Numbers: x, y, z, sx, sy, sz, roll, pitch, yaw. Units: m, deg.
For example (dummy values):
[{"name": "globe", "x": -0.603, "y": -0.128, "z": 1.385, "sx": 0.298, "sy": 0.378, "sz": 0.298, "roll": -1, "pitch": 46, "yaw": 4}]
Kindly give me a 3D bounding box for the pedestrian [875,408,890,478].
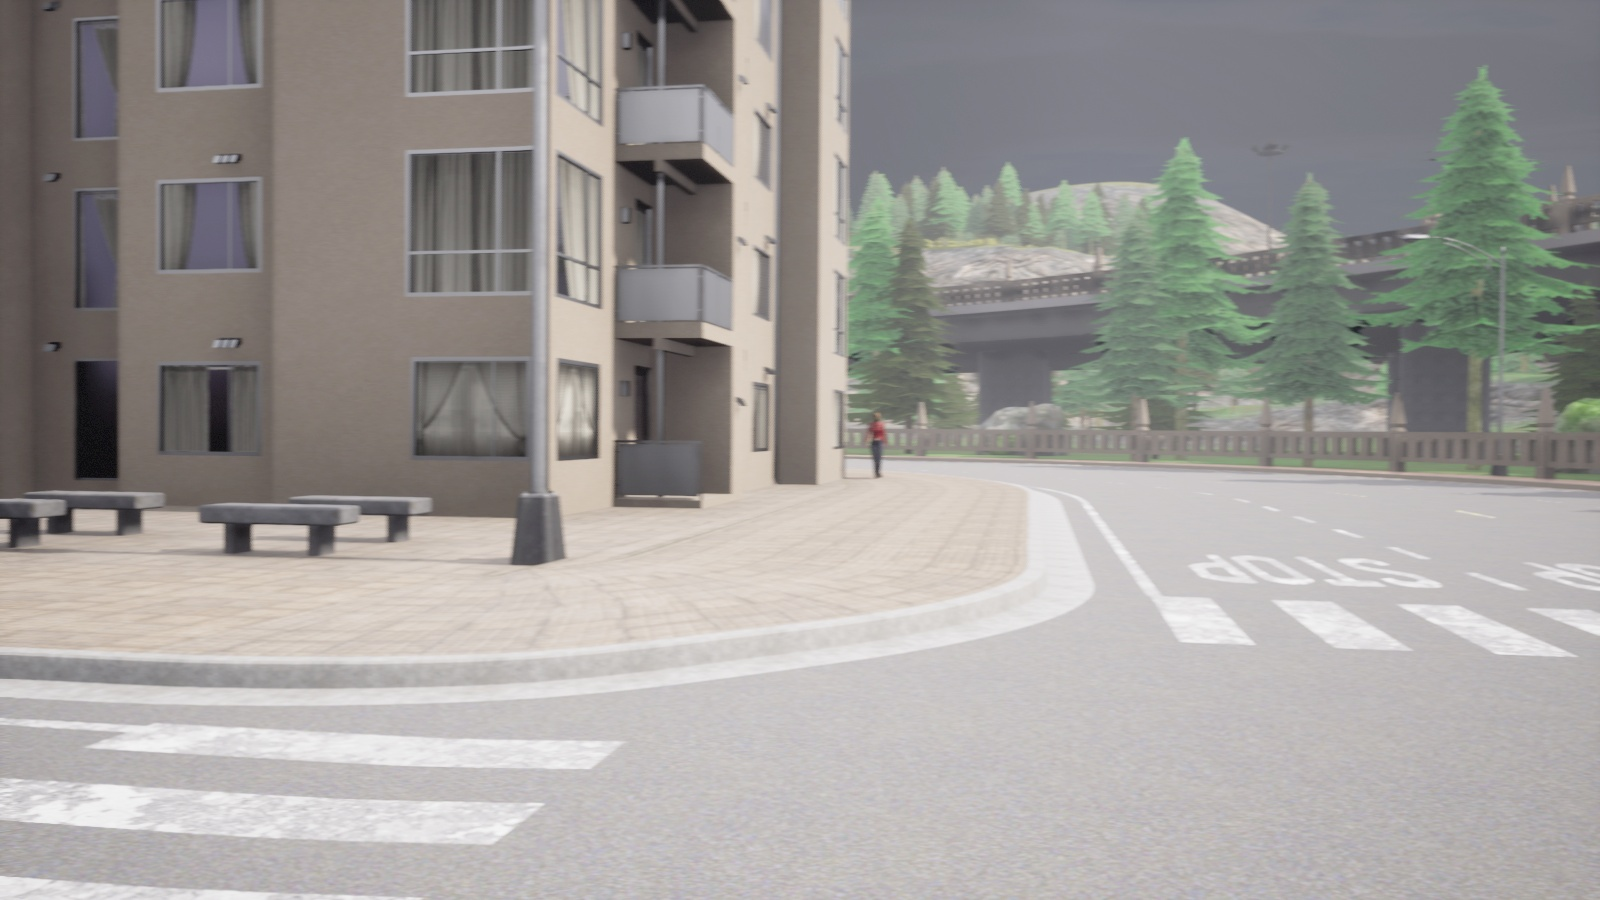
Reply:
[{"name": "pedestrian", "x": 2.215, "y": -0.186, "z": 33.685, "sx": 0.331, "sy": 1.846, "sz": 0.636, "roll": -1, "pitch": 1, "yaw": 0}]
